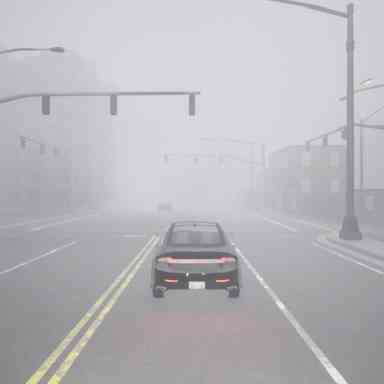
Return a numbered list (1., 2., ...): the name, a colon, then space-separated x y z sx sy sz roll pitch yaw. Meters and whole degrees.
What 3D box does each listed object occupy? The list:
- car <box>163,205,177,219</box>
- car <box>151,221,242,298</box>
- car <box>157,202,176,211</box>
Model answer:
1. car: -3.598 3.303 54.572 1.882 1.535 5.008 0 -11 0
2. car: 0.075 1.491 8.500 2.128 1.511 4.902 0 0 0
3. car: -3.599 2.053 45.437 1.994 1.385 4.181 0 -4 0
